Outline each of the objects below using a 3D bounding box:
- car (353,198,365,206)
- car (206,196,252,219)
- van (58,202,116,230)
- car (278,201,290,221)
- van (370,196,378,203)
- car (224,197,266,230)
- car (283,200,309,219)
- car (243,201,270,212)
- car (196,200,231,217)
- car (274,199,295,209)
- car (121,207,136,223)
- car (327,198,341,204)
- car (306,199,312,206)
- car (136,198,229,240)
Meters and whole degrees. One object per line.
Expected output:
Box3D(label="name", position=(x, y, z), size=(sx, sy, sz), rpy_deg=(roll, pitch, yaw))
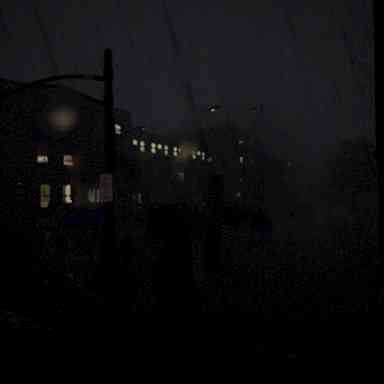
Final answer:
Box3D(label="car", position=(31.688, 1.911, 63.158), size=(2.008, 1.369, 4.403), rpy_deg=(-1, -1, 35))
Box3D(label="car", position=(3.908, 1.501, 34.075), size=(2.150, 2.045, 5.566), rpy_deg=(-1, -1, 35))
Box3D(label="van", position=(-7.154, 1.605, 22.992), size=(1.690, 1.788, 3.998), rpy_deg=(-1, -1, 35))
Box3D(label="car", position=(6.081, 1.724, 27.141), size=(1.887, 1.381, 4.507), rpy_deg=(-1, -1, 35))
Box3D(label="van", position=(44.489, 1.805, 81.171), size=(1.690, 1.788, 3.998), rpy_deg=(-1, -1, 35))
Box3D(label="car", position=(2.878, 1.475, 22.642), size=(2.192, 1.841, 5.009), rpy_deg=(-1, -1, 35))
Box3D(label="car", position=(9.283, 1.765, 31.643), size=(1.947, 1.339, 4.313), rpy_deg=(-1, -1, 35))
Box3D(label="car", position=(8.853, 1.915, 45.500), size=(2.008, 1.369, 4.403), rpy_deg=(-1, -1, 35))
Box3D(label="car", position=(2.450, 1.762, 36.498), size=(1.967, 1.590, 4.097), rpy_deg=(-1, -1, 35))
Box3D(label="car", position=(15.155, 1.935, 54.366), size=(1.752, 1.417, 4.829), rpy_deg=(-1, -1, 35))
Box3D(label="car", position=(-3.952, 1.723, 27.492), size=(1.967, 1.590, 4.097), rpy_deg=(-1, -1, 35))
Box3D(label="car", position=(34.460, 2.109, 81.518), size=(2.008, 1.369, 4.403), rpy_deg=(-1, -1, 35))
Box3D(label="car", position=(21.656, 2.009, 63.509), size=(2.008, 1.369, 4.403), rpy_deg=(-1, -1, 35))
Box3D(label="car", position=(-0.323, 1.457, 18.139), size=(2.192, 1.841, 5.009), rpy_deg=(-1, -1, 35))
